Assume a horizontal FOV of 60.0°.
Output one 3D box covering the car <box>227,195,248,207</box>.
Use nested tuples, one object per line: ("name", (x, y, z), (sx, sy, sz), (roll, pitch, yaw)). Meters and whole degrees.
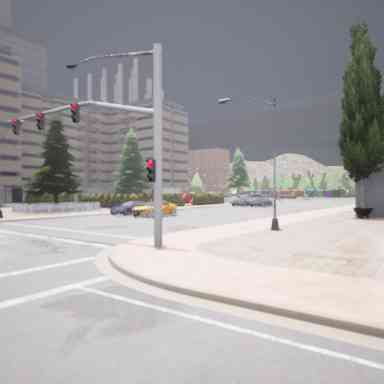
("car", (7.735, 1.656, 52.076), (1.994, 1.385, 4.181), (0, 0, 36))

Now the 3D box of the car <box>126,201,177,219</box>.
("car", (-3.400, 1.556, 30.756), (1.882, 1.535, 5.008), (0, 0, 36))

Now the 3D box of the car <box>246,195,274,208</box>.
("car", (10.370, 1.585, 49.749), (1.837, 1.490, 4.892), (0, -1, 36))

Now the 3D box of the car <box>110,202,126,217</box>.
("car", (-5.990, 1.618, 33.112), (1.812, 1.442, 4.674), (0, 0, 36))
